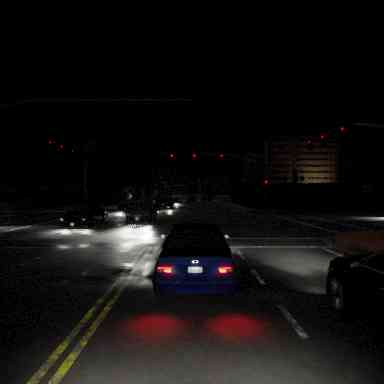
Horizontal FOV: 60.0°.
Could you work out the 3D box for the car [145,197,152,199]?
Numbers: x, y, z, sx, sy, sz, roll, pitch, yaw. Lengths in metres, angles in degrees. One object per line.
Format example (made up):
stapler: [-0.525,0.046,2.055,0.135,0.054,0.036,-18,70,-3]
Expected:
car: [-7.138,1.547,55.673,2.033,1.411,5.357,0,0,0]

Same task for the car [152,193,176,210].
car: [-3.638,1.220,44.371,2.150,2.045,5.566,0,0,0]

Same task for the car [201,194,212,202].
car: [3.437,1.344,74.719,2.097,1.767,4.553,0,0,0]

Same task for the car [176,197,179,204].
car: [-3.599,1.600,64.485,1.895,1.301,4.718,0,0,0]

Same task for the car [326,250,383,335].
car: [3.559,1.491,4.683,2.128,1.511,4.902,0,0,0]

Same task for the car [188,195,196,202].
car: [-0.063,1.531,74.426,2.033,1.411,5.357,0,0,0]

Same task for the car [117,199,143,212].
car: [-7.336,1.601,39.737,1.895,1.301,4.718,0,0,3]

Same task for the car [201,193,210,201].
car: [3.428,1.227,84.675,2.097,1.767,4.553,0,0,0]

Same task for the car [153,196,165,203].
car: [-7.060,1.539,71.382,2.033,1.411,5.357,0,0,0]

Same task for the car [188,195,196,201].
car: [-0.072,1.425,84.700,1.994,1.385,4.181,0,0,0]

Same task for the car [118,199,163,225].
car: [-3.620,1.491,24.364,2.128,1.511,4.902,0,0,0]

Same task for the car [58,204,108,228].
car: [-7.119,1.547,22.417,2.033,1.411,5.357,0,0,0]

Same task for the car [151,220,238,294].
car: [0.075,1.547,8.926,2.033,1.411,5.357,0,0,0]
